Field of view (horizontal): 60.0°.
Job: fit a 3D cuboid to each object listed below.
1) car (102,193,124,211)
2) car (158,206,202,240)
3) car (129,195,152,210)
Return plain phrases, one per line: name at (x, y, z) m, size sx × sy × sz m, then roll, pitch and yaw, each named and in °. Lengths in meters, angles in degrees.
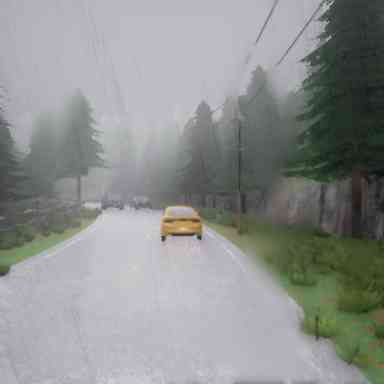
car at (-9.598, 1.110, 40.061) m, size 2.150 × 2.045 × 5.566 m, roll 0°, pitch 0°, yaw -20°
car at (-0.663, 1.431, 16.844) m, size 1.882 × 1.535 × 5.008 m, roll 0°, pitch 0°, yaw -6°
car at (-6.389, 1.240, 40.995) m, size 2.097 × 1.767 × 4.553 m, roll 0°, pitch 0°, yaw -20°
